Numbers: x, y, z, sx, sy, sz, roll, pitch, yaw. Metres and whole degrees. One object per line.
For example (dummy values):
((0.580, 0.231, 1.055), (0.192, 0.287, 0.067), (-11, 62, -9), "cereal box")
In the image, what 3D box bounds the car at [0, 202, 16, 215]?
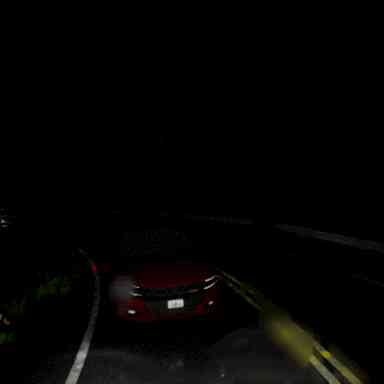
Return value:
((-22.983, 1.986, 40.462), (1.837, 1.490, 4.892), (-2, 2, -10), "car")

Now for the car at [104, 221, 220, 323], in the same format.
((-0.924, 1.490, 7.604), (1.882, 1.535, 5.008), (-1, 0, -15), "car")
